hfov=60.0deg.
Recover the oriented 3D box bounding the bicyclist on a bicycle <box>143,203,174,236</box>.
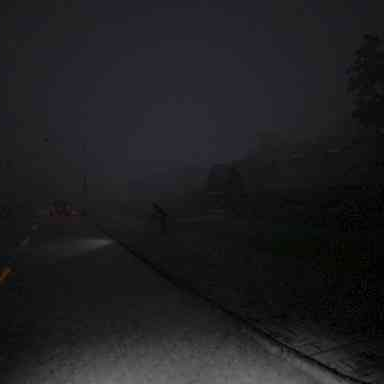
[{"bbox_3d":[-1.694,1.386,16.878,1.656,1.620,0.582,-2,0,-22],"label":"bicyclist on a bicycle"}]

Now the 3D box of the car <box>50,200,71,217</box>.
[{"bbox_3d":[-14.852,1.763,37.579,2.097,1.767,4.553,-2,0,-22],"label":"car"}]

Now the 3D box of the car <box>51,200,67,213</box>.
[{"bbox_3d":[-18.832,2.000,47.098,1.882,1.535,5.008,-2,0,-22],"label":"car"}]
